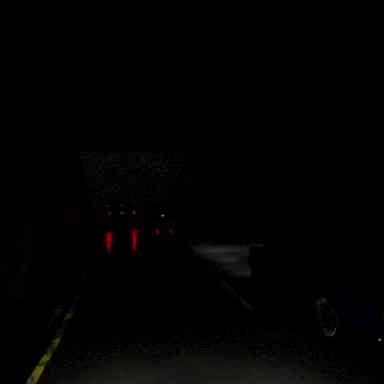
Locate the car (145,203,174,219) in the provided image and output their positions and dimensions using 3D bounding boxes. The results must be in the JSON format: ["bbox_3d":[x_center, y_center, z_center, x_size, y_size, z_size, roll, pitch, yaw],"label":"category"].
[{"bbox_3d":[-2.969,1.647,29.376,1.895,1.301,4.718,0,0,-15],"label":"car"}]

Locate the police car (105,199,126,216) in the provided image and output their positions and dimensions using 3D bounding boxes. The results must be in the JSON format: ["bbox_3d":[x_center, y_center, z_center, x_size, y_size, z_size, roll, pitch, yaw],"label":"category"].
[{"bbox_3d":[-8.254,1.594,35.572,2.038,1.542,4.974,0,0,-15],"label":"police car"}]

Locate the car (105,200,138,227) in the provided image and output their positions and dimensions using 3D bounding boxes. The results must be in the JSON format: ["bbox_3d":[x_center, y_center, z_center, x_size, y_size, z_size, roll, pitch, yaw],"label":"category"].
[{"bbox_3d":[-5.069,1.409,23.580,2.097,1.767,4.553,0,0,-15],"label":"car"}]

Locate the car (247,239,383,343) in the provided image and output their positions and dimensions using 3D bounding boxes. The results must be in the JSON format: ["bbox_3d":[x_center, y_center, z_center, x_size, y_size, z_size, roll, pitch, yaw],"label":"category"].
[{"bbox_3d":[2.687,1.588,6.576,1.895,1.301,4.718,0,0,-10],"label":"car"}]
